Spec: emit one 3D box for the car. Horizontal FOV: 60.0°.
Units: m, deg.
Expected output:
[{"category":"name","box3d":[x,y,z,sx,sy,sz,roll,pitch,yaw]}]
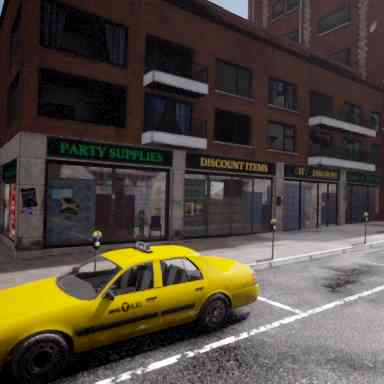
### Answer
[{"category":"car","box3d":[-1.037,1.527,5.333,4.829,1.417,1.752,0,2,-35]}]
